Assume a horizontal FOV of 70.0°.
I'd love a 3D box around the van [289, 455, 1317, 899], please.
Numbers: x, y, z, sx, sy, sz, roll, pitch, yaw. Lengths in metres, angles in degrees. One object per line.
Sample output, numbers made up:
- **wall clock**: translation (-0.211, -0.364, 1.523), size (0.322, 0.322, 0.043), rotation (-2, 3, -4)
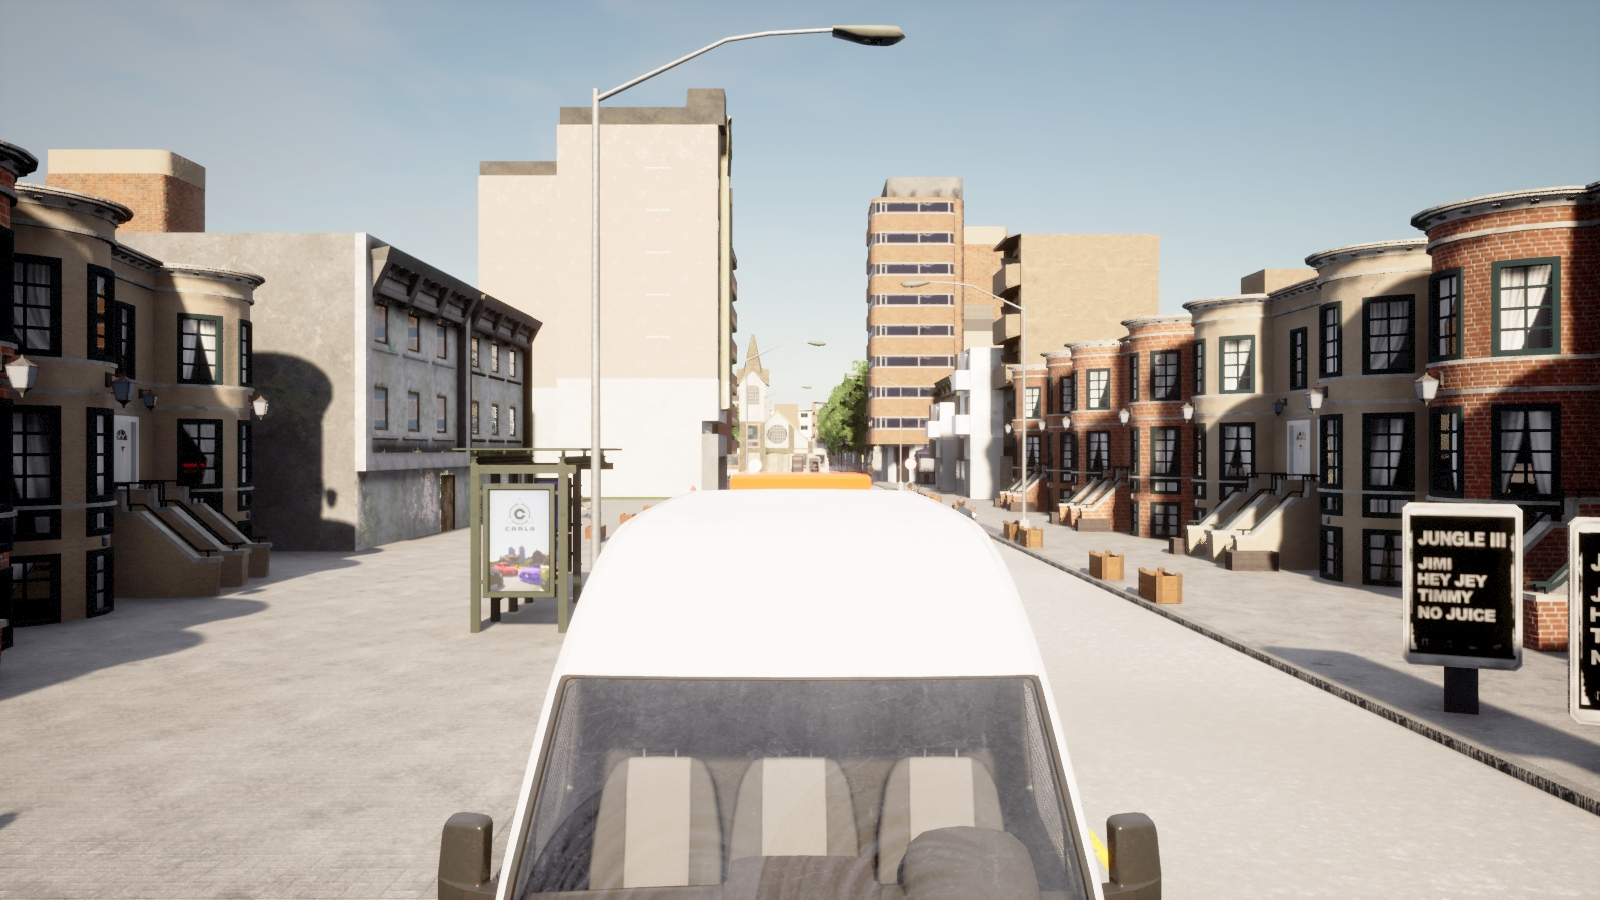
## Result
- **van**: translation (0.007, 1.317, 5.167), size (1.988, 2.561, 5.915), rotation (0, 0, 0)
